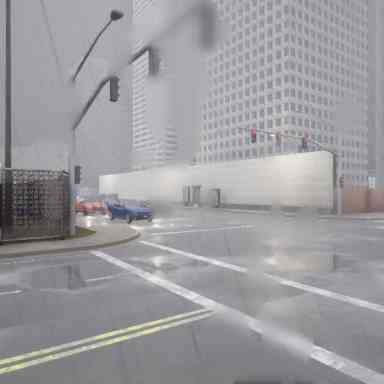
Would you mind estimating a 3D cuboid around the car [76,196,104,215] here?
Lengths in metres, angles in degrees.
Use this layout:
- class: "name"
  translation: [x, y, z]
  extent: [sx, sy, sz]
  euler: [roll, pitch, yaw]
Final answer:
- class: "car"
  translation: [-10.034, 1.300, 32.816]
  extent: [2.097, 1.767, 4.553]
  euler: [0, 0, -35]

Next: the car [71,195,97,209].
- class: "car"
  translation: [-14.850, 1.301, 45.695]
  extent: [2.097, 1.767, 4.553]
  euler: [0, 0, -35]

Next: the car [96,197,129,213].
- class: "car"
  translation: [-9.015, 1.426, 37.438]
  extent: [1.882, 1.535, 5.008]
  euler: [0, 0, -35]

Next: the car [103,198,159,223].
- class: "car"
  translation: [-4.727, 1.425, 25.328]
  extent: [1.882, 1.535, 5.008]
  euler: [0, 0, -35]

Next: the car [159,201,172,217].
- class: "car"
  translation: [-3.659, 1.453, 29.875]
  extent: [1.837, 1.490, 4.892]
  euler: [0, 0, -35]
